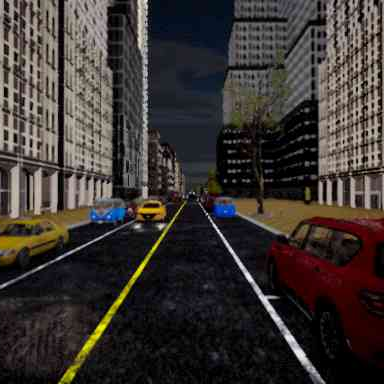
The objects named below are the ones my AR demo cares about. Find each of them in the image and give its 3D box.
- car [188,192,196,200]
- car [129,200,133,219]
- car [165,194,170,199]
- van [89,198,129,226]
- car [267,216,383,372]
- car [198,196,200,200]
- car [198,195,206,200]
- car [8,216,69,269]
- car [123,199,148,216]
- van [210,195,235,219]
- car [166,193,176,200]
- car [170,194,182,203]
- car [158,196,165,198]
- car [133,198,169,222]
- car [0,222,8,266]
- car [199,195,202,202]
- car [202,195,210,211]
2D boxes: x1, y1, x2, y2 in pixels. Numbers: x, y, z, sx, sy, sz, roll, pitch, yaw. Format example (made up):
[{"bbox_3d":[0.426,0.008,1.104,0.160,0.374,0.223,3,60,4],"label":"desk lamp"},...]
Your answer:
[{"bbox_3d":[-0.007,1.333,88.976,1.837,1.490,4.892,0,0,0],"label":"car"},{"bbox_3d":[-5.687,1.431,28.411,1.967,1.590,4.097,0,0,0],"label":"car"},{"bbox_3d":[-5.690,1.440,62.546,1.967,1.590,4.097,0,0,0],"label":"car"},{"bbox_3d":[-5.686,1.333,22.722,1.690,1.788,3.998,0,0,0],"label":"van"},{"bbox_3d":[2.701,1.313,5.631,2.192,1.841,5.009,0,0,0],"label":"car"},{"bbox_3d":[2.994,1.463,75.598,1.801,1.575,5.366,0,0,0],"label":"car"},{"bbox_3d":[2.654,1.587,90.966,1.947,1.339,4.313,0,0,0],"label":"car"},{"bbox_3d":[-5.687,1.521,11.175,1.752,1.417,4.829,0,0,0],"label":"car"},{"bbox_3d":[-5.688,1.516,33.931,1.752,1.417,4.829,0,0,0],"label":"car"},{"bbox_3d":[2.701,1.332,28.386,1.690,1.788,3.998,0,0,0],"label":"van"},{"bbox_3d":[-5.692,1.336,90.991,2.192,1.841,5.009,0,0,0],"label":"car"},{"bbox_3d":[-3.010,1.483,67.594,1.882,1.535,5.008,0,0,0],"label":"car"},{"bbox_3d":[-5.690,1.545,51.168,2.008,1.369,4.403,0,0,0],"label":"car"},{"bbox_3d":[-3.101,1.469,26.093,1.882,1.535,5.008,0,0,0],"label":"car"},{"bbox_3d":[-5.684,1.312,5.656,2.192,1.841,5.009,0,0,0],"label":"car"},{"bbox_3d":[2.673,1.579,56.832,1.802,1.307,4.206,0,0,0],"label":"car"},{"bbox_3d":[2.702,1.307,39.765,2.192,1.841,5.009,0,0,0],"label":"car"}]
